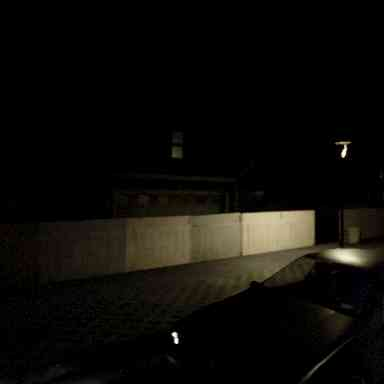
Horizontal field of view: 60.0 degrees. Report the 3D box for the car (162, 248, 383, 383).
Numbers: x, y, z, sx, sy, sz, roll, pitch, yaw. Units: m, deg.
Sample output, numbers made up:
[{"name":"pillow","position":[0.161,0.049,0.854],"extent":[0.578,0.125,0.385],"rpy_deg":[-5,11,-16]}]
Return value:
[{"name":"car","position":[2.285,1.578,4.678],"extent":[5.357,1.411,2.033],"rpy_deg":[0,0,-35]}]
